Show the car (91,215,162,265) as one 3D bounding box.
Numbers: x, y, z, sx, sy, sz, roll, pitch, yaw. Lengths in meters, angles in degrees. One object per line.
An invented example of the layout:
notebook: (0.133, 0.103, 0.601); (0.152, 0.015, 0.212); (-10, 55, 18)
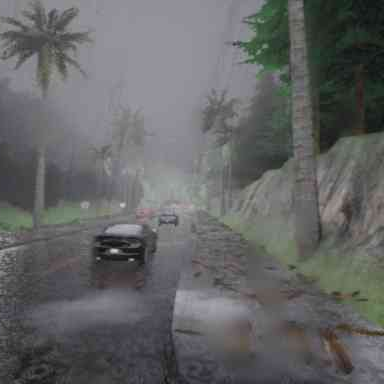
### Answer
car: (-2.591, 1.942, 13.751); (1.882, 1.535, 5.008); (1, -2, 1)

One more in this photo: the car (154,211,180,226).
car: (-2.391, 2.768, 35.076); (2.128, 1.511, 4.902); (2, -2, 0)

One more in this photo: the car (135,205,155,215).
car: (-6.501, 2.815, 46.419); (2.150, 2.045, 5.566); (2, -2, 1)
